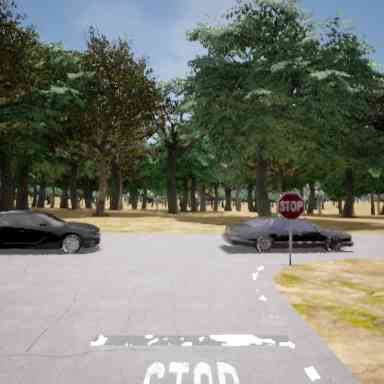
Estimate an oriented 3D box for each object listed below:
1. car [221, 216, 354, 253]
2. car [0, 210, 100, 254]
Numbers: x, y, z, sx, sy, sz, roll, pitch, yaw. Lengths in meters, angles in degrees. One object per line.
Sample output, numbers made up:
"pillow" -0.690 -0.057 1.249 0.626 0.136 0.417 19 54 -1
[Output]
"car" 3.986 1.736 14.125 5.357 1.411 2.033 1 0 -9
"car" -6.062 1.445 12.632 5.008 1.535 1.882 1 0 -8
